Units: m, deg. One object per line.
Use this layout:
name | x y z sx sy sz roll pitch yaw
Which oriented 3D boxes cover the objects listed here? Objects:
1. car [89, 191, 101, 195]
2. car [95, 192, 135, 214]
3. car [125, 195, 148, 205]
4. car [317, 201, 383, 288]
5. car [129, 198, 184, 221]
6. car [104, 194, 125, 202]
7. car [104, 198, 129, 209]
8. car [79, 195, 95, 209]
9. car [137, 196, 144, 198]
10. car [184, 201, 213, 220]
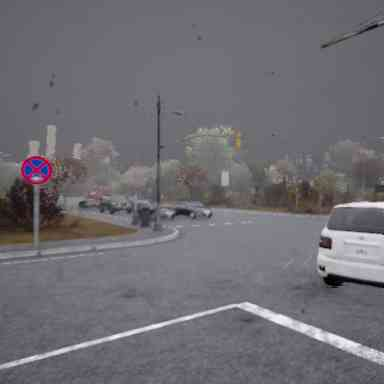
car | -18.732 0.898 65.000 2.150 2.045 5.566 0 1 -37
car | -8.300 1.260 35.951 2.150 2.045 5.566 0 0 -32
car | -9.676 1.386 58.042 2.128 1.511 4.902 0 1 -33
car | 5.143 1.253 8.528 2.150 2.045 5.566 0 0 42
car | -3.053 1.536 27.623 2.128 1.511 4.902 0 0 -34
car | -15.583 1.248 66.610 2.033 1.411 5.357 0 1 -37
car | -10.447 1.558 45.889 1.994 1.385 4.181 0 0 -33
car | -13.649 1.542 44.399 1.994 1.385 4.181 0 0 -33
car | -5.099 1.530 37.433 1.882 1.535 5.008 0 0 -32
car | -0.024 1.548 29.408 2.128 1.511 4.902 0 0 -32
